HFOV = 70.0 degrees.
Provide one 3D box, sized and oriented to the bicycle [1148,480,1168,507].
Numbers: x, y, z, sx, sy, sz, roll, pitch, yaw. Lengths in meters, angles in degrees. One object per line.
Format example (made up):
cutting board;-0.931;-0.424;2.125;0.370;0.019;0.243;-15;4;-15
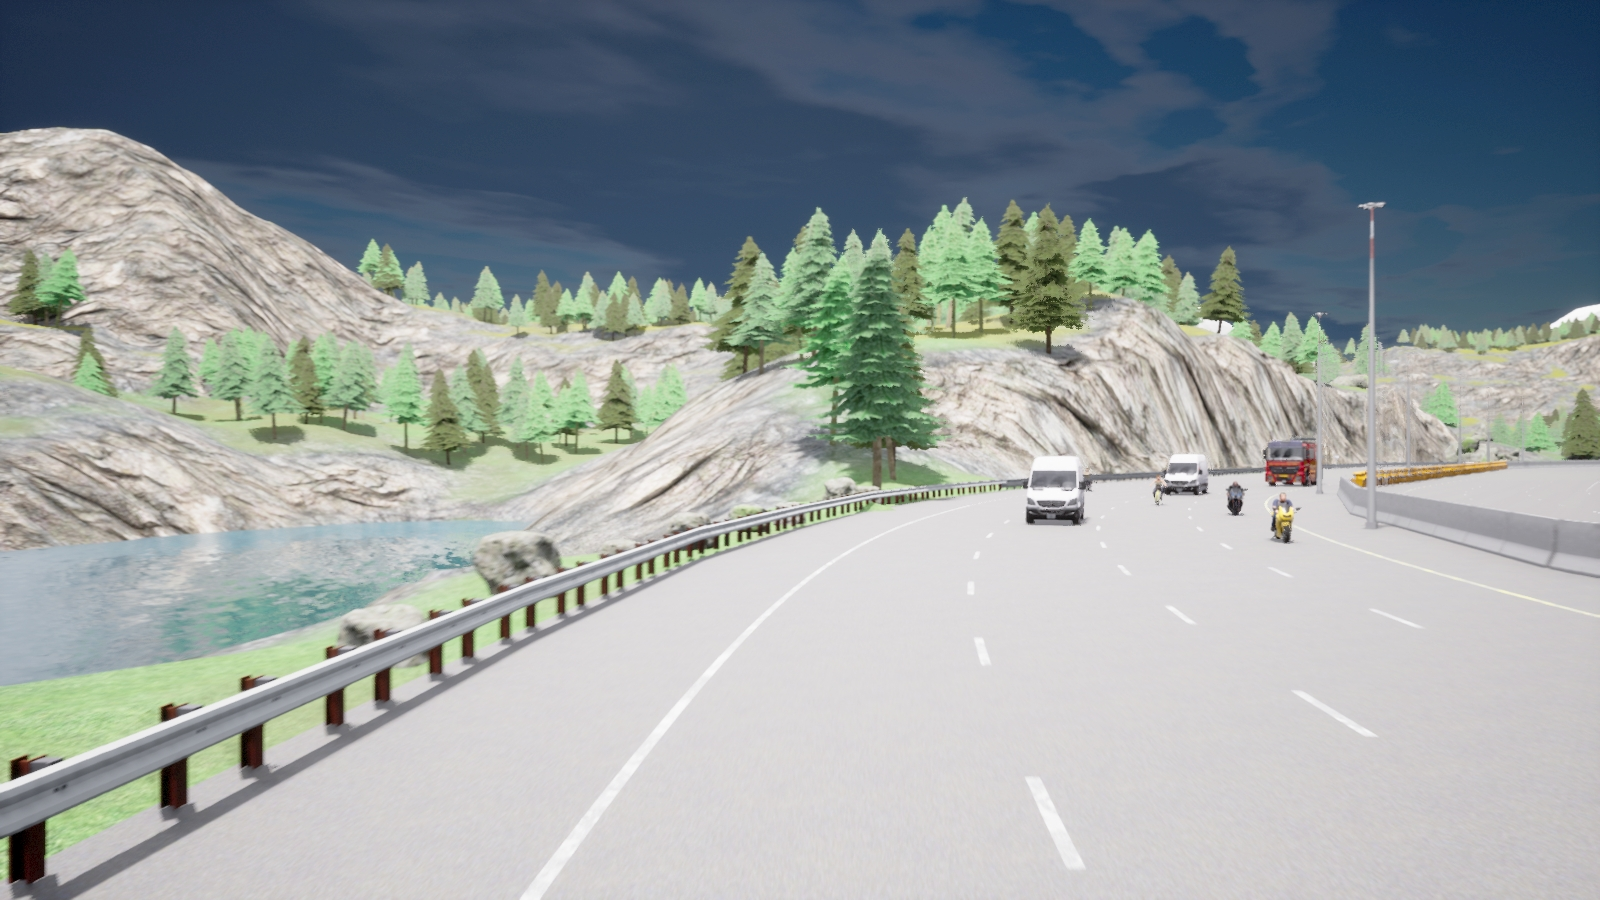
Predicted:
bicycle;18.019;2.175;57.499;0.859;1.295;1.487;1;0;20

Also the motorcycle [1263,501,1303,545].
motorcycle;14.713;2.199;34.849;0.803;1.217;2.033;0;0;13

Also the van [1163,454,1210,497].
van;24.484;1.570;72.321;1.988;2.561;5.915;0;0;27

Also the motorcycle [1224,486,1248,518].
motorcycle;18.747;2.232;49.203;0.867;1.251;2.209;0;0;18

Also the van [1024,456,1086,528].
van;10.032;1.549;44.635;1.988;2.561;5.915;0;0;16
